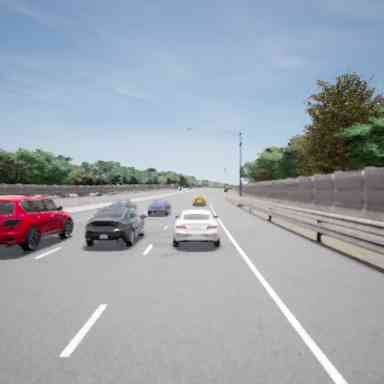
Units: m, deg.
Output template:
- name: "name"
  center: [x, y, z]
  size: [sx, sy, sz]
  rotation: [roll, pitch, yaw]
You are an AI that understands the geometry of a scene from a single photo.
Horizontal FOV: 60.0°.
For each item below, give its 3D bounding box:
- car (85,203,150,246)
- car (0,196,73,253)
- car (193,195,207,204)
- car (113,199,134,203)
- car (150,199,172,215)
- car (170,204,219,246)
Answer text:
- name: "car"
  center: [-3.290, 1.445, 14.925]
  size: [1.837, 1.490, 4.892]
  rotation: [0, 0, 1]
- name: "car"
  center: [-6.808, 1.169, 13.659]
  size: [2.150, 2.045, 5.566]
  rotation: [0, 1, 1]
- name: "car"
  center: [1.184, 1.175, 49.773]
  size: [1.882, 1.535, 5.008]
  rotation: [0, 1, 3]
- name: "car"
  center: [-6.465, 1.382, 31.511]
  size: [2.033, 1.411, 5.357]
  rotation: [0, 0, 2]
- name: "car"
  center: [-2.954, 1.386, 31.283]
  size: [2.033, 1.411, 5.357]
  rotation: [0, 0, 2]
- name: "car"
  center: [0.201, 1.472, 14.769]
  size: [1.812, 1.442, 4.674]
  rotation: [0, 0, 1]
